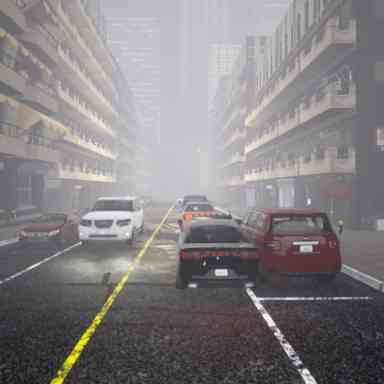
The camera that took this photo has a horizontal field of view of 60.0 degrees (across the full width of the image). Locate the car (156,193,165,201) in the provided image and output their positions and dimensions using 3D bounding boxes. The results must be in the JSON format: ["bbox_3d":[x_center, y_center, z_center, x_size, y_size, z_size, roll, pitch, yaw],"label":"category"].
[{"bbox_3d":[-8.265,1.301,87.788,2.192,1.841,5.009,-1,0,-2],"label":"car"}]

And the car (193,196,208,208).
[{"bbox_3d":[1.264,1.430,48.807,1.967,1.590,4.097,-1,0,-2],"label":"car"}]

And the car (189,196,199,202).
[{"bbox_3d":[0.444,1.538,76.806,2.008,1.369,4.403,-1,0,-2],"label":"car"}]

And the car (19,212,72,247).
[{"bbox_3d":[-6.125,1.578,14.992,1.802,1.307,4.206,-1,0,-2],"label":"car"}]

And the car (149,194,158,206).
[{"bbox_3d":[-7.279,1.304,54.189,2.192,1.841,5.009,-1,0,-2],"label":"car"}]

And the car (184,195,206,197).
[{"bbox_3d":[0.178,1.219,25.212,2.150,2.045,5.566,0,0,-2],"label":"car"}]

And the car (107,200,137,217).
[{"bbox_3d":[-6.618,1.543,31.791,2.008,1.369,4.403,-1,0,-2],"label":"car"}]

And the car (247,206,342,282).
[{"bbox_3d":[2.413,1.313,9.610,2.192,1.841,5.009,-1,0,-2],"label":"car"}]

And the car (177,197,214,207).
[{"bbox_3d":[0.355,1.346,19.155,2.097,1.767,4.553,0,0,-2],"label":"car"}]

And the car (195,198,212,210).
[{"bbox_3d":[1.430,1.556,43.207,1.947,1.339,4.313,-1,0,-2],"label":"car"}]

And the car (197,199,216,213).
[{"bbox_3d":[1.589,1.517,37.778,1.752,1.417,4.829,-1,0,-2],"label":"car"}]

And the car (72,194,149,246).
[{"bbox_3d":[-3.546,1.217,15.682,2.150,2.045,5.566,0,0,-2],"label":"car"}]

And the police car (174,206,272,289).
[{"bbox_3d":[0.542,1.423,9.301,1.930,1.638,5.238,0,0,-1],"label":"police car"}]

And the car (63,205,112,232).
[{"bbox_3d":[-6.290,1.577,20.592,1.802,1.307,4.206,-1,0,-2],"label":"car"}]

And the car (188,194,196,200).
[{"bbox_3d":[-0.050,1.426,93.604,1.967,1.590,4.097,-1,0,-2],"label":"car"}]

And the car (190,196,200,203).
[{"bbox_3d":[0.609,1.553,71.205,1.947,1.339,4.313,-1,0,-2],"label":"car"}]

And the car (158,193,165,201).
[{"bbox_3d":[-8.098,1.537,82.187,2.008,1.369,4.403,-1,0,-2],"label":"car"}]

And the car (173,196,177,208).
[{"bbox_3d":[-1.304,1.591,45.463,1.895,1.301,4.718,0,0,-1],"label":"car"}]
